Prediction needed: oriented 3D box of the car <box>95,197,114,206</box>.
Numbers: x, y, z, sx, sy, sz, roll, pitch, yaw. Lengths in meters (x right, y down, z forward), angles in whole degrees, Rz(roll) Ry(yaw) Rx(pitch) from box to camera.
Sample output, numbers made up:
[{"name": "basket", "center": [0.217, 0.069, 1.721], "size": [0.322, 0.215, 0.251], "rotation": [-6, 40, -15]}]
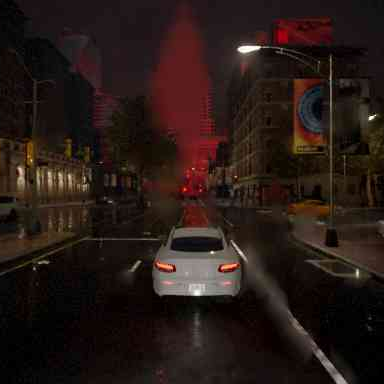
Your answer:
[{"name": "car", "center": [-14.834, 1.547, 56.846], "size": [2.033, 1.411, 5.357], "rotation": [0, 0, 0]}]

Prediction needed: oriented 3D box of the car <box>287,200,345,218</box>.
[{"name": "car", "center": [11.135, 1.477, 30.017], "size": [5.008, 1.535, 1.882], "rotation": [0, 0, 1]}]

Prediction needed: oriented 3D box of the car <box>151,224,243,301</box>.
[{"name": "car", "center": [0.112, 1.526, 8.182], "size": [1.812, 1.442, 4.674], "rotation": [0, 0, 1]}]

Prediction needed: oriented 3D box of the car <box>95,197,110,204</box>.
[{"name": "car", "center": [-17.956, 1.594, 66.929], "size": [1.895, 1.301, 4.718], "rotation": [0, 0, 0]}]

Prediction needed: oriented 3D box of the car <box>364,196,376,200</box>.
[{"name": "car", "center": [34.744, 1.480, 68.090], "size": [2.231, 1.521, 4.892], "rotation": [0, 0, 0]}]

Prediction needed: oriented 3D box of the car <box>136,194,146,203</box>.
[{"name": "car", "center": [-11.210, 1.547, 67.786], "size": [2.033, 1.411, 5.357], "rotation": [0, 0, 1]}]

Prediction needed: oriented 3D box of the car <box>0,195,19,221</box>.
[{"name": "car", "center": [-14.997, 1.221, 24.460], "size": [2.150, 2.045, 5.566], "rotation": [0, 0, 0]}]

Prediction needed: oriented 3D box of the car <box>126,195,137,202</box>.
[{"name": "car", "center": [-14.644, 1.477, 80.924], "size": [1.882, 1.535, 5.008], "rotation": [0, 0, 0]}]

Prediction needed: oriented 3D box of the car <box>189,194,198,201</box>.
[{"name": "car", "center": [0.380, 1.492, 86.462], "size": [1.837, 1.490, 4.892], "rotation": [0, 0, 0]}]

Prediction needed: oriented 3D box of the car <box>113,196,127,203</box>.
[{"name": "car", "center": [-14.702, 1.503, 67.955], "size": [1.837, 1.490, 4.892], "rotation": [0, 0, 0]}]

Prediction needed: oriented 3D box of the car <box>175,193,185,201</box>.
[{"name": "car", "center": [-3.119, 1.218, 86.508], "size": [2.150, 2.045, 5.566], "rotation": [0, 0, 0]}]

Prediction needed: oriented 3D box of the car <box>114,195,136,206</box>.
[{"name": "car", "center": [-11.336, 1.477, 56.782], "size": [1.882, 1.535, 5.008], "rotation": [0, 0, 0]}]

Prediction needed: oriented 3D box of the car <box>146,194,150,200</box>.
[{"name": "car", "center": [-11.157, 1.355, 78.030], "size": [2.097, 1.767, 4.553], "rotation": [0, 0, 0]}]
